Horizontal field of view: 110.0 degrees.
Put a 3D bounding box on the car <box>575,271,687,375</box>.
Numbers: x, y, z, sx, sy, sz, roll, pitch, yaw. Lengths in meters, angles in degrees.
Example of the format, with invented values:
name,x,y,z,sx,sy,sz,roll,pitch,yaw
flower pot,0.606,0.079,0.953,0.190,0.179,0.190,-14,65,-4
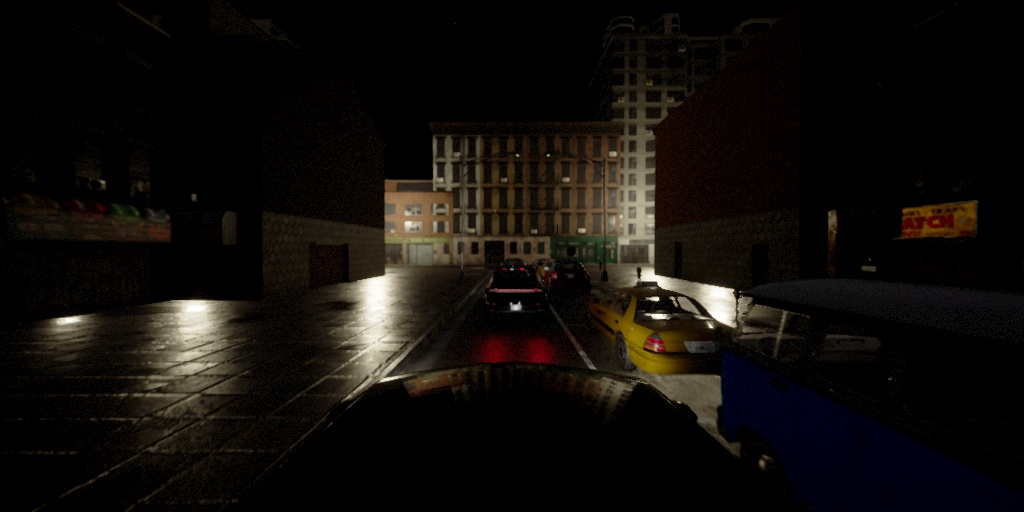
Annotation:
name,x,y,z,sx,sy,sz,roll,pitch,yaw
car,2.639,1.184,7.274,1.751,1.417,4.829,0,0,0

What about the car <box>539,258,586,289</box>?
name,x,y,z,sx,sy,sz,roll,pitch,yaw
car,2.643,0.915,18.053,1.967,1.591,4.097,0,0,0

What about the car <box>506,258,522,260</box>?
name,x,y,z,sx,sy,sz,roll,pitch,yaw
car,0.126,0.868,27.248,2.033,1.411,5.357,0,1,1

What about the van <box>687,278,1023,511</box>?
name,x,y,z,sx,sy,sz,roll,pitch,yaw
van,2.637,1.092,1.629,1.690,1.789,3.998,0,0,0

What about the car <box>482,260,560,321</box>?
name,x,y,z,sx,sy,sz,roll,pitch,yaw
car,0.104,1.075,11.661,2.128,1.511,4.902,0,1,0
